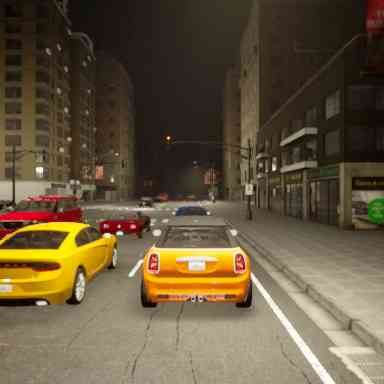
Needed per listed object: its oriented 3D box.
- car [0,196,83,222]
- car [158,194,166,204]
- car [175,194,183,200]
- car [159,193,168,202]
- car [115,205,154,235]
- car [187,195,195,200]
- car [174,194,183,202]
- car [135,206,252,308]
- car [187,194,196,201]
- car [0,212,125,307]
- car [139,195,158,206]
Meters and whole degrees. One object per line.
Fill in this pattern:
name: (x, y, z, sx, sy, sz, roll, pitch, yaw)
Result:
car: (-6.634, 1.219, 14.979, 2.150, 2.045, 5.566, 0, 0, 0)
car: (-6.690, 1.612, 64.739, 1.895, 1.301, 4.718, 0, 0, 0)
car: (-3.456, 1.395, 90.725, 1.882, 1.535, 5.008, 0, 0, 0)
car: (-6.673, 1.244, 75.820, 2.150, 2.045, 5.566, 0, 0, 0)
car: (-3.289, 1.598, 17.361, 1.895, 1.301, 4.718, 0, 0, 0)
car: (-0.206, 1.457, 90.732, 2.033, 1.411, 5.357, 0, 0, 0)
car: (-3.432, 1.520, 80.303, 1.837, 1.490, 4.892, 0, 0, 0)
car: (0.081, 1.351, 8.096, 2.097, 1.767, 4.553, 0, 0, 0)
car: (-0.183, 1.376, 80.697, 2.097, 1.767, 4.553, 0, 0, 0)
car: (-3.168, 1.476, 8.104, 1.882, 1.535, 5.008, 0, 0, 0)
car: (-6.708, 1.496, 49.304, 2.128, 1.511, 4.902, 0, 0, 0)
